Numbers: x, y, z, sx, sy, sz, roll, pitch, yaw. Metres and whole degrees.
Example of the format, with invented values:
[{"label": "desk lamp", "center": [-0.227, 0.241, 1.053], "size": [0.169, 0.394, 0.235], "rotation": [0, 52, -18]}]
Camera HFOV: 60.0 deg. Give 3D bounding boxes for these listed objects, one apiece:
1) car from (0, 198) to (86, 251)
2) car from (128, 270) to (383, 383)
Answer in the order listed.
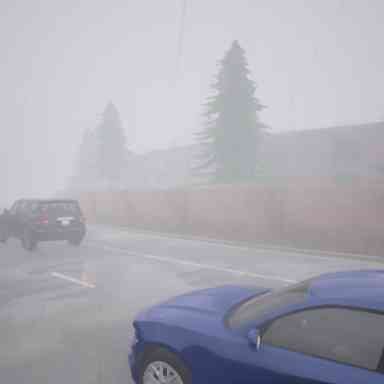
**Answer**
[{"label": "car", "center": [-6.766, 1.278, 14.682], "size": [5.566, 2.045, 2.150], "rotation": [0, 0, 45]}, {"label": "car", "center": [1.582, 1.494, 2.997], "size": [5.008, 1.535, 1.882], "rotation": [0, 0, 36]}]
